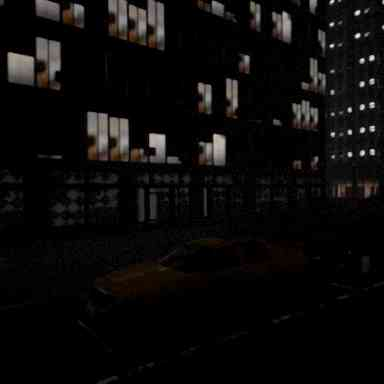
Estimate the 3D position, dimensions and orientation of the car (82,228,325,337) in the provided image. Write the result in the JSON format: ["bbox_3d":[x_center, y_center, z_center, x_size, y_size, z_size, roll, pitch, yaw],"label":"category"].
[{"bbox_3d":[0.379,1.487,6.564,4.829,1.417,1.752,-1,0,-36],"label":"car"}]

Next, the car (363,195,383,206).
[{"bbox_3d":[21.812,1.010,37.947,1.802,1.307,4.206,0,1,-33],"label":"car"}]

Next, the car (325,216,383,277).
[{"bbox_3d":[5.093,1.449,9.965,4.507,1.381,1.887,-1,0,-36],"label":"car"}]
